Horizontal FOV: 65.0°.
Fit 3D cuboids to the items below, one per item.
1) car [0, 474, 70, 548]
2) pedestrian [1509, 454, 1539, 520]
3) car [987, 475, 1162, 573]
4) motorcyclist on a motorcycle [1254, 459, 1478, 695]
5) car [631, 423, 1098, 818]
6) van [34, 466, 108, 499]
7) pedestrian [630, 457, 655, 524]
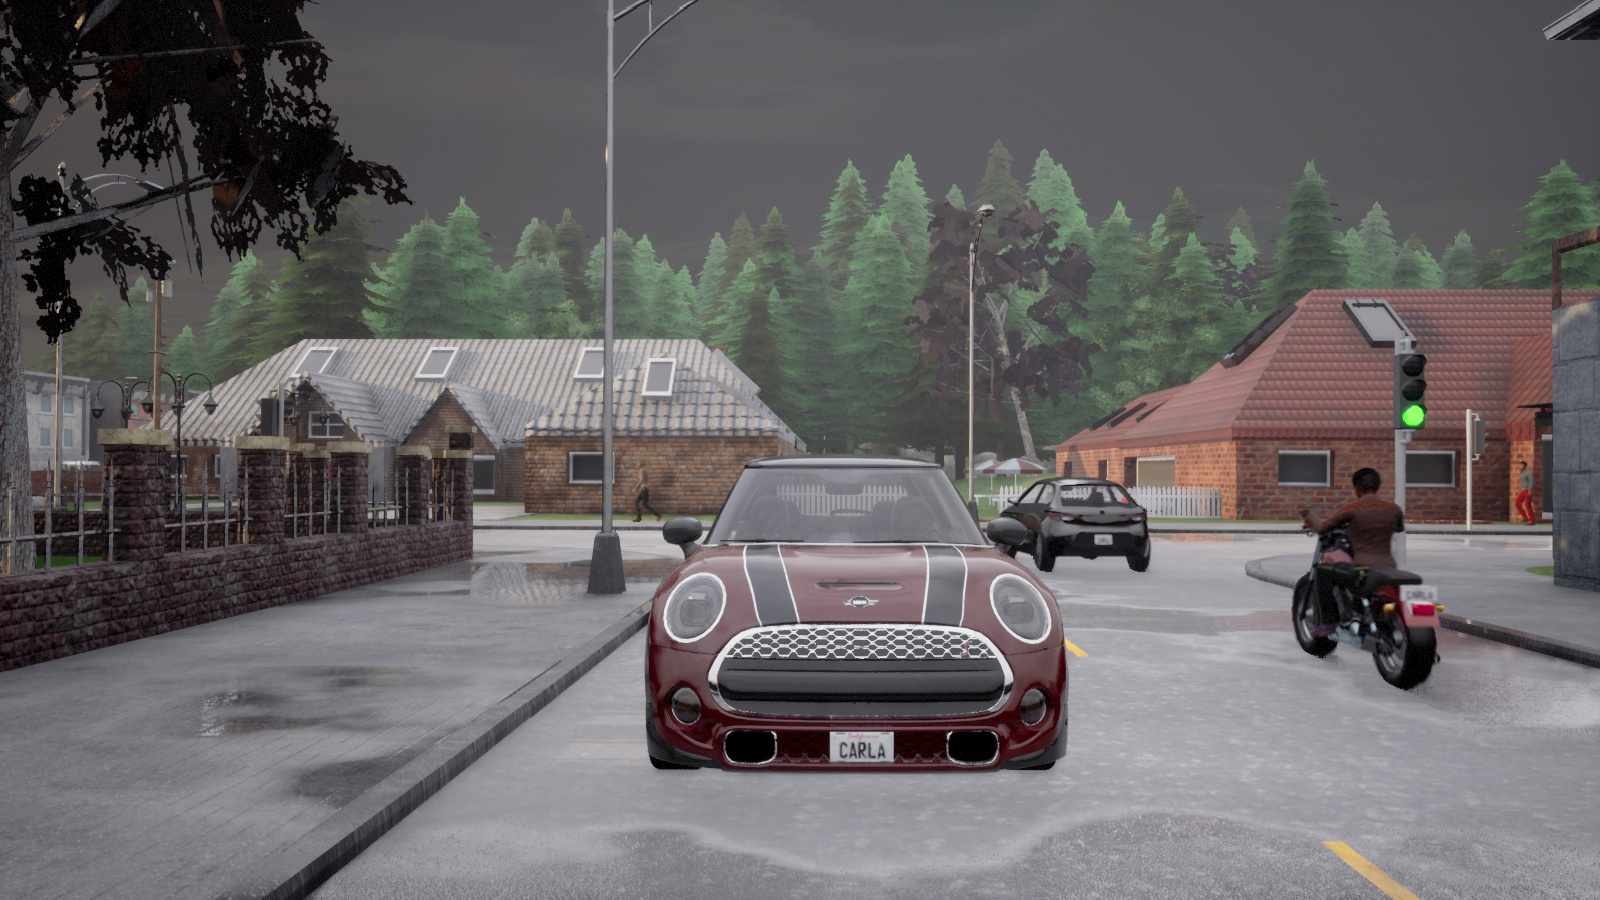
[{"bbox_3d":[-18.574,1.289,27.041,4.514,1.525,2.007,0,-1,0],"label":"car"},{"bbox_3d":[20.221,1.031,35.059,0.614,1.847,0.353,0,-1,2],"label":"pedestrian"},{"bbox_3d":[4.514,1.167,21.285,1.816,1.474,4.193,0,-1,-3],"label":"car"},{"bbox_3d":[4.397,0.915,9.993,0.766,1.649,2.350,0,-1,2],"label":"motorcyclist on a motorcycle"},{"bbox_3d":[0.271,0.805,7.943,2.097,1.767,4.553,0,-1,0],"label":"car"},{"bbox_3d":[-46.775,2.077,80.706,2.069,2.038,4.480,0,-1,2],"label":"van"},{"bbox_3d":[-4.347,1.121,34.721,0.634,1.846,0.331,0,-1,1],"label":"pedestrian"}]
